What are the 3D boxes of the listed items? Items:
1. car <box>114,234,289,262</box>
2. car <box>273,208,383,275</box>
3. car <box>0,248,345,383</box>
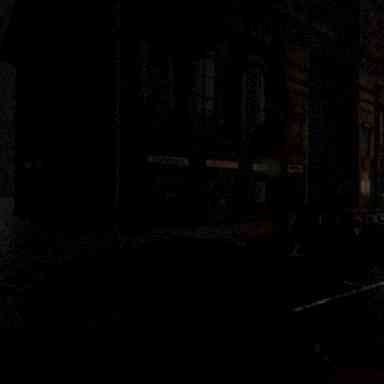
[{"bbox_3d":[-0.391,1.603,6.342,4.313,1.339,1.947,1,0,-35],"label":"car"},{"bbox_3d":[4.187,1.405,9.575,5.009,1.841,2.192,1,0,-35],"label":"car"},{"bbox_3d":[-1.138,1.555,2.558,5.357,1.411,2.033,1,0,-35],"label":"car"}]
